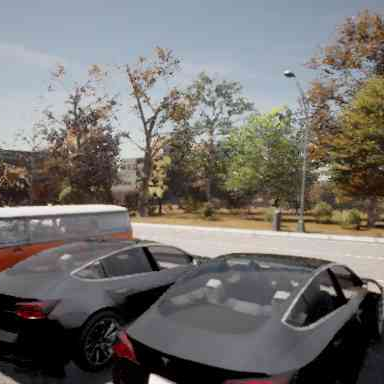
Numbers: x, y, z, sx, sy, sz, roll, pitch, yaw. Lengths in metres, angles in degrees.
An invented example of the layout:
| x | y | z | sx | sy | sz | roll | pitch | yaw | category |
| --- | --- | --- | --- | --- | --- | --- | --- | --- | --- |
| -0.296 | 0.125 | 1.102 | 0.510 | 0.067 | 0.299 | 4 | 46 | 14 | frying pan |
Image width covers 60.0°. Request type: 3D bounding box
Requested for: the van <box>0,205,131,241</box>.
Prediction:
| x | y | z | sx | sy | sz | roll | pitch | yaw | category |
| --- | --- | --- | --- | --- | --- | --- | --- | --- | --- |
| -3.435 | 1.312 | 7.444 | 1.878 | 1.987 | 4.442 | -1 | 0 | 35 | van |

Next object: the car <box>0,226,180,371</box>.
| x | y | z | sx | sy | sz | roll | pitch | yaw | category |
| --- | --- | --- | --- | --- | --- | --- | --- | --- | --- |
| -1.087 | 1.545 | 5.952 | 2.163 | 1.488 | 4.792 | -1 | 0 | 35 | car |

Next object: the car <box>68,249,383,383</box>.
| x | y | z | sx | sy | sz | roll | pitch | yaw | category |
| --- | --- | --- | --- | --- | --- | --- | --- | --- | --- |
| 1.175 | 1.522 | 4.343 | 2.163 | 1.488 | 4.792 | -1 | 0 | 35 | car |
